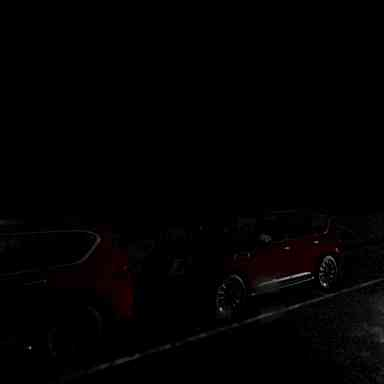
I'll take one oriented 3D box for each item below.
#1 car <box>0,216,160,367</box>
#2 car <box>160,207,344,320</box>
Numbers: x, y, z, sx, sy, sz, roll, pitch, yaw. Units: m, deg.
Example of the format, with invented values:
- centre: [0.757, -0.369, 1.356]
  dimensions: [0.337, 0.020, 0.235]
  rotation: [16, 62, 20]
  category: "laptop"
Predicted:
- centre: [-3.180, 1.315, 4.262]
  dimensions: [5.009, 1.841, 2.192]
  rotation: [0, 0, -35]
  category: "car"
- centre: [1.417, 1.314, 7.530]
  dimensions: [5.009, 1.841, 2.192]
  rotation: [0, 0, -35]
  category: "car"
